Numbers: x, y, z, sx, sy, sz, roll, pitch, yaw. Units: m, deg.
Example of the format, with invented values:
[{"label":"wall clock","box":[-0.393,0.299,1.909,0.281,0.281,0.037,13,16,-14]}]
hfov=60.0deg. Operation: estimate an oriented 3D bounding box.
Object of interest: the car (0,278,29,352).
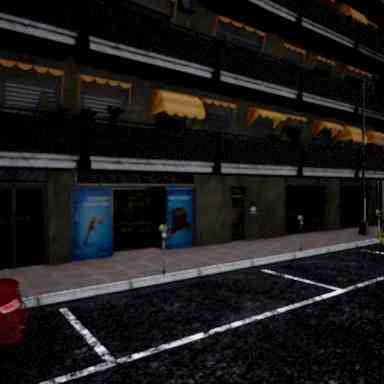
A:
[{"label":"car","box":[-4.125,1.584,3.626,4.206,1.307,1.802,0,0,-35]}]

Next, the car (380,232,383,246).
[{"label":"car","box":[9.225,1.505,13.152,4.829,1.417,1.752,0,0,-35]}]
